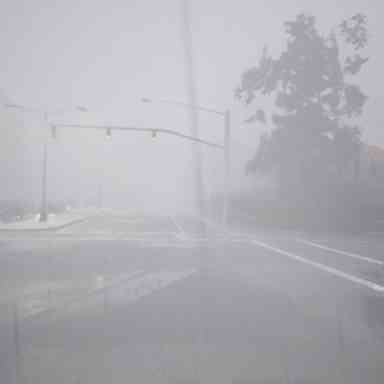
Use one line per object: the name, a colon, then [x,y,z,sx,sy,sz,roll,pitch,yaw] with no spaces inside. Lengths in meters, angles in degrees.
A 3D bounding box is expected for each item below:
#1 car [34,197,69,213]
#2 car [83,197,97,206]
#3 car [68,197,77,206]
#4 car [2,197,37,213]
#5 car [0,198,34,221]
car: [-15.872,1.604,37.836,1.895,1.301,4.718,1,0,-6]
car: [-18.024,1.648,59.008,1.837,1.490,4.892,1,-1,-6]
car: [-21.479,1.558,58.407,2.128,1.511,4.902,1,-1,-6]
car: [-19.356,1.431,37.561,1.837,1.490,4.892,1,1,-6]
car: [-14.622,1.418,26.006,2.128,1.511,4.902,1,0,-6]
